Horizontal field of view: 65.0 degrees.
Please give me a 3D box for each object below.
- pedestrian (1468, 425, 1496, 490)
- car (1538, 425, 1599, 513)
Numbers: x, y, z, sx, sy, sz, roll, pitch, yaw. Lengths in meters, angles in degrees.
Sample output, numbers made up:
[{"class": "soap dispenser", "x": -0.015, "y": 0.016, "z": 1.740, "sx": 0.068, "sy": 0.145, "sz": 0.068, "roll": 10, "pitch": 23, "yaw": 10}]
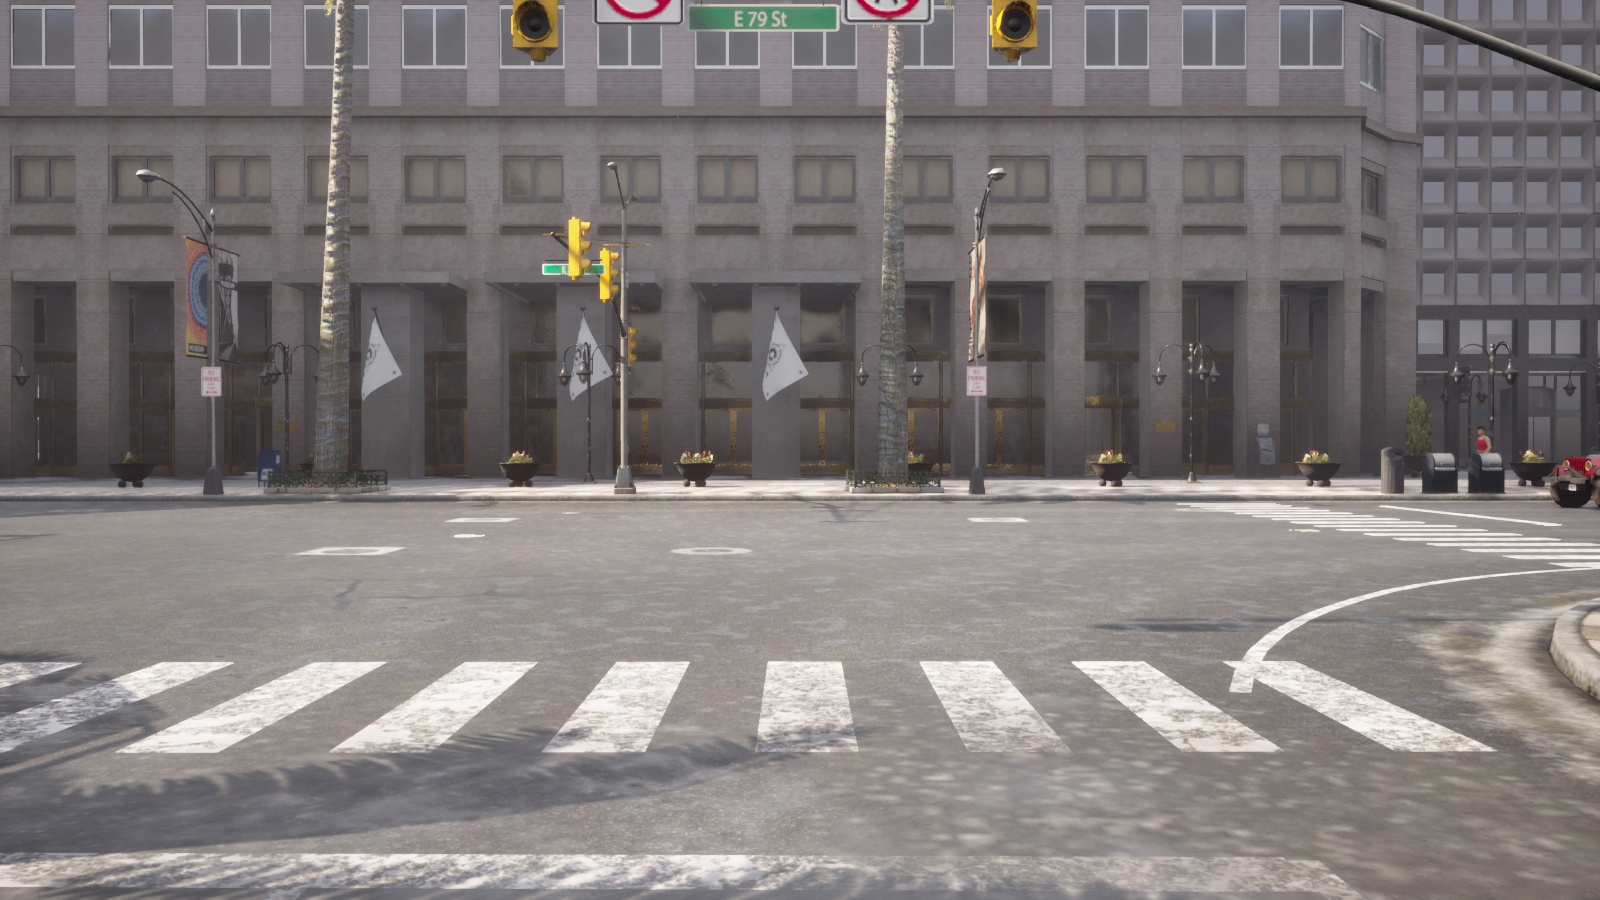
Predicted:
[{"class": "pedestrian", "x": 19.420, "y": 0.217, "z": 35.764, "sx": 0.594, "sy": 1.836, "sz": 0.345, "roll": 0, "pitch": 0, "yaw": -11}, {"class": "car", "x": 18.784, "y": 0.401, "z": 27.708, "sx": 3.866, "sy": 1.878, "sz": 1.905, "roll": 0, "pitch": 0, "yaw": 1}]
